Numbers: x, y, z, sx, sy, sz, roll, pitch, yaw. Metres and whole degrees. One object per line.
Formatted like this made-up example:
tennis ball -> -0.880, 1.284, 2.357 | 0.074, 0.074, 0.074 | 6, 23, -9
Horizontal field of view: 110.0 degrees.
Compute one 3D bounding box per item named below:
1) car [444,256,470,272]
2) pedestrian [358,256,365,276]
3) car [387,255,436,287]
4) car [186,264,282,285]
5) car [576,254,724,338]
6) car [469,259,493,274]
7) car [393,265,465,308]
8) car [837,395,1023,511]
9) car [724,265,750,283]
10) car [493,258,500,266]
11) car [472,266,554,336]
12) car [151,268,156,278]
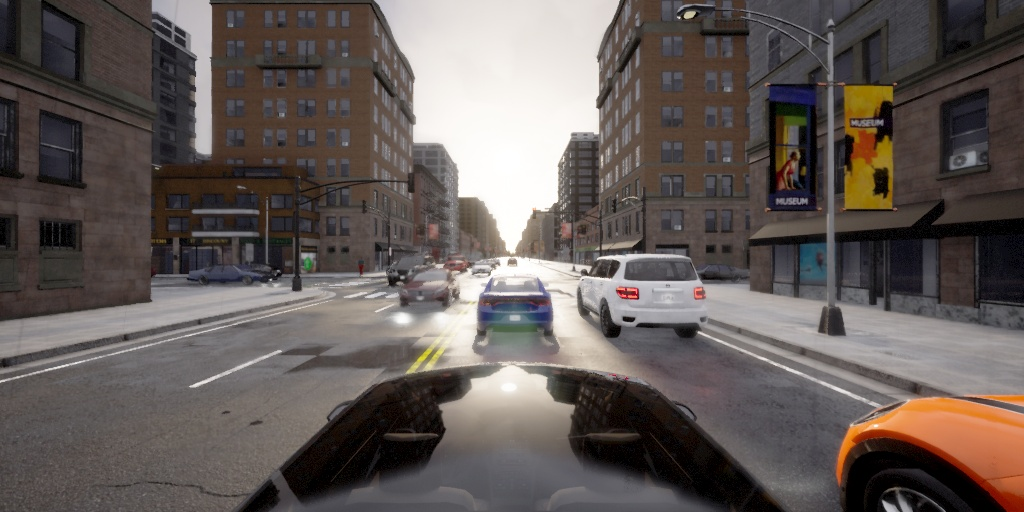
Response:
car -> -6.598, 0.970, 42.481 | 2.150, 2.045, 5.566 | 0, 0, 0
pedestrian -> -14.134, 0.919, 33.590 | 0.375, 1.860, 0.375 | 0, 0, 0
car -> -6.595, 0.965, 24.379 | 2.150, 2.045, 5.566 | 0, 0, 0
car -> -19.642, 1.290, 25.257 | 5.357, 1.411, 2.033 | 0, 0, 0
car -> 3.334, 0.972, 10.328 | 2.150, 2.045, 5.566 | 0, 0, 0
car -> -3.133, 1.275, 36.802 | 1.812, 1.442, 4.674 | 0, 0, -4
car -> -3.346, 1.276, 15.393 | 1.812, 1.442, 4.674 | 0, 0, 0
car -> 3.344, 1.102, 0.618 | 2.097, 1.767, 4.553 | 0, 0, 0
car -> 15.848, 1.338, 28.364 | 5.357, 1.411, 2.033 | 0, 0, 0
car -> -3.331, 1.238, 53.367 | 2.128, 1.511, 4.902 | 0, 0, 0
car -> 0.083, 1.228, 10.467 | 1.882, 1.535, 5.008 | 0, 0, 0
car -> -33.140, 1.343, 30.815 | 4.207, 1.307, 1.802 | 0, 0, 0
